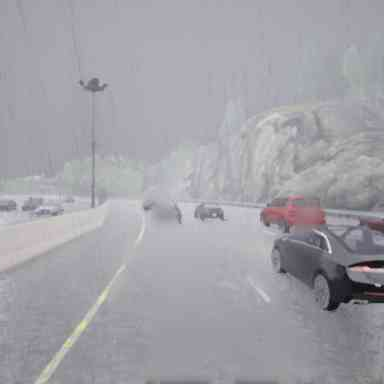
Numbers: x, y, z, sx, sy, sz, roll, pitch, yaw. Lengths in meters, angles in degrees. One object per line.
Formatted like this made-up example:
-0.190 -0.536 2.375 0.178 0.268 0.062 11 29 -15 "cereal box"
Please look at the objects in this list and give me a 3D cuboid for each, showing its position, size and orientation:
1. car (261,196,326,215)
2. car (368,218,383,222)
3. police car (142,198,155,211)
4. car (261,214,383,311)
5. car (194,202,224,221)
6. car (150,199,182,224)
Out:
5.893 1.250 19.948 2.150 2.045 5.566 0 0 -6 "car"
9.833 1.610 15.426 1.895 1.301 4.718 0 0 -5 "car"
-5.309 1.609 42.967 2.038 1.542 4.974 0 0 -13 "police car"
3.308 1.500 7.767 2.128 1.511 4.902 0 0 -2 "car"
1.361 1.580 27.368 1.812 1.442 4.674 0 0 -9 "car"
-1.897 1.549 25.445 2.128 1.511 4.902 0 0 -8 "car"
